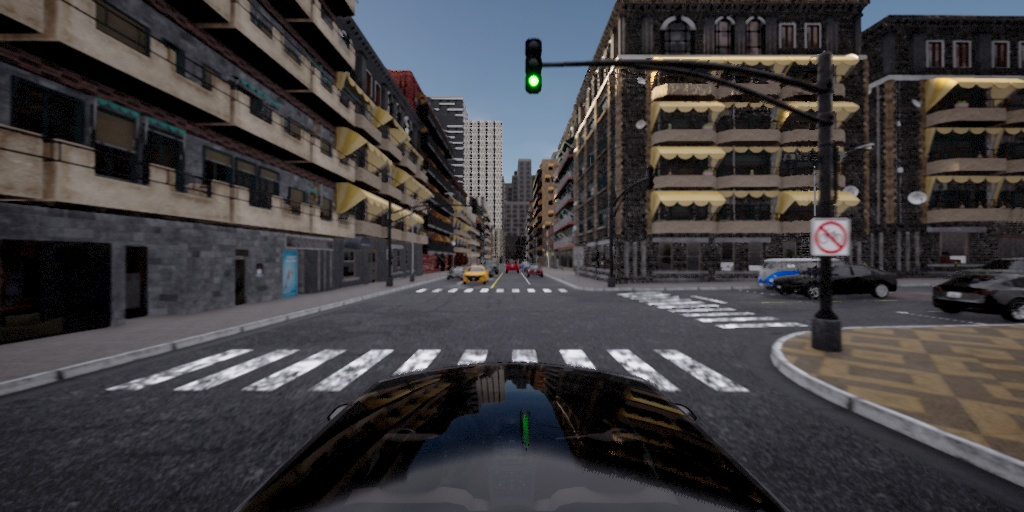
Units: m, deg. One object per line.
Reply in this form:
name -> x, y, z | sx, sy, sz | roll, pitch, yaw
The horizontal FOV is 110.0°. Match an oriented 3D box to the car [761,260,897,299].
car -> 15.059, 1.151, 16.921 | 5.008, 1.535, 1.882 | -1, 0, -1

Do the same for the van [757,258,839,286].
van -> 15.651, 1.017, 19.515 | 3.998, 1.789, 1.690 | 0, 0, -1

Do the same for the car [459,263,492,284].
car -> -3.106, 1.621, 31.462 | 1.882, 1.535, 5.008 | 0, -1, 0

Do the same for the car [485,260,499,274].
car -> -3.097, 1.652, 52.482 | 2.150, 2.045, 5.566 | 0, -1, 0

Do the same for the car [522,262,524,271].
car -> 2.680, 2.078, 59.494 | 2.007, 1.370, 4.403 | 0, 0, 0

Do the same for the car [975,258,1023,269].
car -> 23.909, 0.888, 17.048 | 4.553, 1.767, 2.097 | -1, 0, -1

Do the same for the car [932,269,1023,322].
car -> 15.771, 1.202, 11.135 | 4.313, 1.339, 1.948 | 0, 0, -1

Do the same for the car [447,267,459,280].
car -> -5.697, 1.774, 37.390 | 2.007, 1.370, 4.403 | 0, 0, 0

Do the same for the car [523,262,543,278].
car -> 2.682, 1.739, 42.913 | 1.967, 1.591, 4.097 | 0, 0, 0

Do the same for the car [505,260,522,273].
car -> 0.091, 1.733, 58.363 | 2.150, 2.045, 5.566 | 0, -1, 1

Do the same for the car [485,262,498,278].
car -> -3.104, 1.777, 41.865 | 2.128, 1.511, 4.902 | 0, -1, 0
